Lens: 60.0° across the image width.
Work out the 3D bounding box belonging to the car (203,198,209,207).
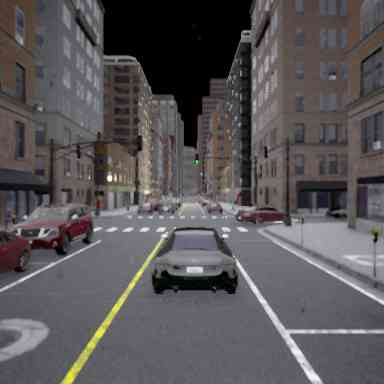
[{"bbox_3d":[2.833,1.995,46.862,1.752,1.417,4.829,-1,-1,0],"label":"car"}]

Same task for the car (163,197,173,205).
[{"bbox_3d":[-5.706,2.158,80.053,2.192,1.841,5.009,-1,-1,0],"label":"car"}]

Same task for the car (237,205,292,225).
[{"bbox_3d":[5.662,1.757,25.943,4.674,1.442,1.812,0,-1,-27],"label":"car"}]

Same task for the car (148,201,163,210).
[{"bbox_3d":[-5.694,2.073,52.228,1.887,1.381,4.507,-1,-1,0],"label":"car"}]

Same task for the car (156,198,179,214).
[{"bbox_3d":[-3.111,1.908,41.797,2.128,1.511,4.902,0,-1,0],"label":"car"}]

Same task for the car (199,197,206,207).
[{"bbox_3d":[2.828,2.196,63.380,1.887,1.381,4.507,-1,-1,0],"label":"car"}]

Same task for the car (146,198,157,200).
[{"bbox_3d":[-5.694,1.783,46.666,2.192,1.841,5.009,-1,-1,0],"label":"car"}]

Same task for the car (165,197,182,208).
[{"bbox_3d":[-3.106,2.008,51.195,2.128,1.511,4.902,0,-1,0],"label":"car"}]

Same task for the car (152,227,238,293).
[{"bbox_3d":[0.077,1.652,9.128,1.994,1.385,4.181,0,0,0],"label":"car"}]

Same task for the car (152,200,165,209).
[{"bbox_3d":[-5.695,2.113,57.622,1.752,1.417,4.829,-1,-1,0],"label":"car"}]

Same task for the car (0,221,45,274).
[{"bbox_3d":[-5.678,1.663,8.517,1.802,1.307,4.206,-1,-1,0],"label":"car"}]

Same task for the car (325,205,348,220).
[{"bbox_3d":[14.853,1.713,29.662,5.357,1.411,2.033,0,0,2],"label":"car"}]

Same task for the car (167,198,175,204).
[{"bbox_3d":[-5.707,2.410,91.181,1.967,1.590,4.097,-1,-1,0],"label":"car"}]

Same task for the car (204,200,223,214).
[{"bbox_3d":[2.836,1.991,41.128,1.802,1.307,4.206,-1,-1,0],"label":"car"}]

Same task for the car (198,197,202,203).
[{"bbox_3d":[2.825,2.154,68.945,1.967,1.590,4.097,-1,-1,0],"label":"car"}]

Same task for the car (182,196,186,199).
[{"bbox_3d":[-3.023,2.243,71.320,2.128,1.511,4.902,0,-1,0],"label":"car"}]

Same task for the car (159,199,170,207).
[{"bbox_3d":[-5.699,2.265,68.920,2.008,1.369,4.403,-1,-1,0],"label":"car"}]

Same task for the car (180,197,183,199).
[{"bbox_3d":[-3.073,2.149,60.887,1.812,1.442,4.674,0,-1,0],"label":"car"}]

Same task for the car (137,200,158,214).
[{"bbox_3d":[-5.689,1.991,41.098,1.802,1.307,4.206,-1,-1,0],"label":"car"}]

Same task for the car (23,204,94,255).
[{"bbox_3d":[-5.683,1.450,14.102,2.192,1.841,5.009,-1,-1,0],"label":"car"}]
